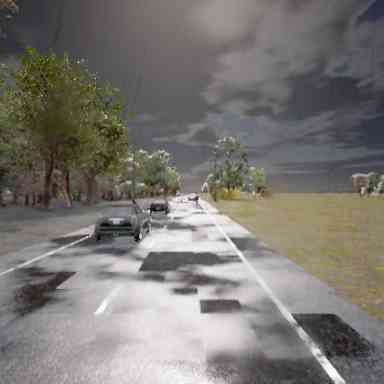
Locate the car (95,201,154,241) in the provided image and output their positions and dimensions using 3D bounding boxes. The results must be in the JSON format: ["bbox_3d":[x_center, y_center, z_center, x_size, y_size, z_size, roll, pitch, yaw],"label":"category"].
[{"bbox_3d":[-3.400,1.377,17.065,2.097,1.767,4.553,0,0,0],"label":"car"}]

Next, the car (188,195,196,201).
[{"bbox_3d":[0.003,1.680,86.264,1.994,1.385,4.181,0,0,0],"label":"car"}]

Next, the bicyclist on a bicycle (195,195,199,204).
[{"bbox_3d":[0.965,1.461,60.838,0.659,1.776,1.843,0,0,0],"label":"bicyclist on a bicycle"}]

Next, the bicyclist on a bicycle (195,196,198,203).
[{"bbox_3d":[0.965,1.557,69.844,0.582,1.620,1.656,0,-1,0],"label":"bicyclist on a bicycle"}]

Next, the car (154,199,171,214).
[{"bbox_3d":[-3.402,1.531,36.109,1.882,1.535,5.008,0,0,0],"label":"car"}]
